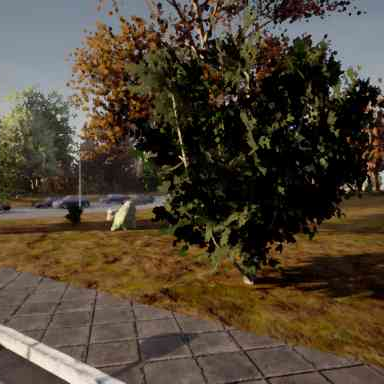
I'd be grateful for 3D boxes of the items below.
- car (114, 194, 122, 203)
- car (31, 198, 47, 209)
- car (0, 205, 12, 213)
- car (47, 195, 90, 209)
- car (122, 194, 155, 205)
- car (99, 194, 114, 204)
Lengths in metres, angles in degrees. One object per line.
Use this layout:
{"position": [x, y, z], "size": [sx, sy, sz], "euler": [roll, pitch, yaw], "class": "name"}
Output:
{"position": [-8.798, 0.959, 50.900], "size": [2.033, 1.411, 5.357], "euler": [0, 3, 39], "class": "car"}
{"position": [-18.552, 1.401, 44.433], "size": [2.033, 1.411, 5.357], "euler": [0, 2, 39], "class": "car"}
{"position": [-21.768, 1.646, 34.901], "size": [1.895, 1.301, 4.718], "euler": [0, 1, 39], "class": "car"}
{"position": [-15.490, 1.179, 42.650], "size": [2.097, 1.767, 4.553], "euler": [0, 2, 39], "class": "car"}
{"position": [-7.197, 1.057, 47.014], "size": [1.994, 1.385, 4.181], "euler": [0, 2, 39], "class": "car"}
{"position": [-12.338, 1.009, 52.076], "size": [1.812, 1.442, 4.674], "euler": [0, 3, 39], "class": "car"}
